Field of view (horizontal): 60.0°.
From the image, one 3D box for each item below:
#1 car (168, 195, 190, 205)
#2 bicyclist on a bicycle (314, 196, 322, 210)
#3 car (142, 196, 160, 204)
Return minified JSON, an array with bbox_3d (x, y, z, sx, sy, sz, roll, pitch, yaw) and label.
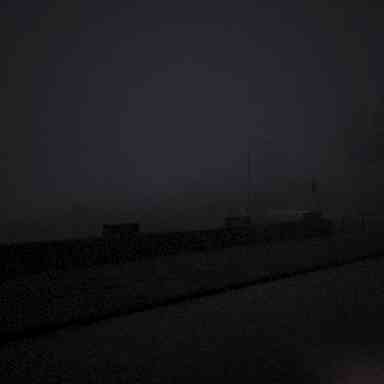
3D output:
[{"bbox_3d":[-2.311,1.352,57.291,2.097,1.767,4.553,0,0,-35],"label":"car"},{"bbox_3d":[15.178,1.349,40.088,1.656,1.620,0.582,0,0,-35],"label":"bicyclist on a bicycle"},{"bbox_3d":[-8.183,1.478,65.443,1.882,1.535,5.008,0,0,-35],"label":"car"}]
